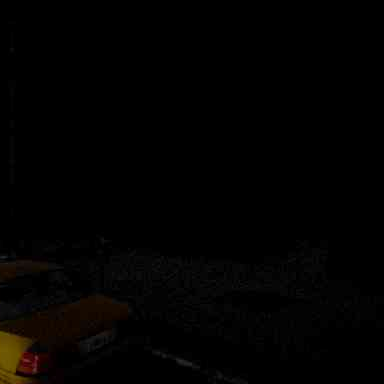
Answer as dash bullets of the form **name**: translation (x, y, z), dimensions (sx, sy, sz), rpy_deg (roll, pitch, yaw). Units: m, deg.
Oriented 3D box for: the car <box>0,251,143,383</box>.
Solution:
- **car**: translation (-2.874, 1.553, 4.857), dimensions (4.829, 1.417, 1.752), rpy_deg (0, 0, 35)
